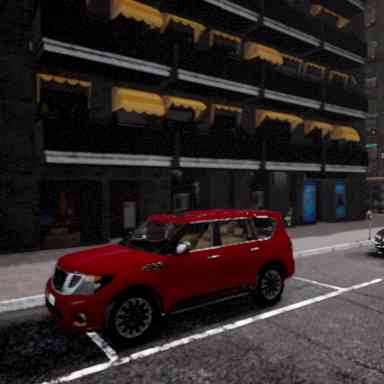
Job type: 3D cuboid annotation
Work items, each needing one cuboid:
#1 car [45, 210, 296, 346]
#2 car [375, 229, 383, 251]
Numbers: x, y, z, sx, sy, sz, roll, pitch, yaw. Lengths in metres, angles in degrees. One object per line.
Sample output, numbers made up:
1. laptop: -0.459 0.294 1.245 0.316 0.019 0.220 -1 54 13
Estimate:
1. car: -0.082 1.315 6.524 5.009 1.841 2.192 0 -1 -35
2. car: 8.726 1.548 12.799 4.403 1.369 2.008 0 -1 -35
